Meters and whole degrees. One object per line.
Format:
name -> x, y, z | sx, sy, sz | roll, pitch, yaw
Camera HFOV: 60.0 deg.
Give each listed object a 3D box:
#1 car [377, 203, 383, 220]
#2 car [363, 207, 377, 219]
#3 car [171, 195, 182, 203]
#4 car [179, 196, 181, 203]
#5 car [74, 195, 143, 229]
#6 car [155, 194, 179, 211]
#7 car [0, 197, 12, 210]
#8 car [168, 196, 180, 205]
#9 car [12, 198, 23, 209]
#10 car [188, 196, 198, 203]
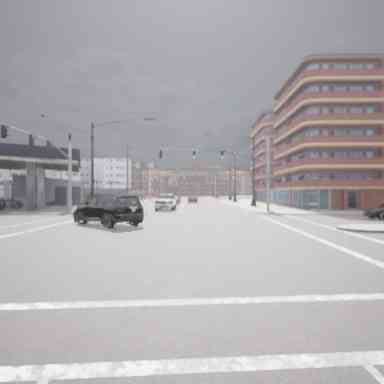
car -> 16.290, 1.601, 23.800 | 4.718, 1.301, 1.895 | 0, 0, -3
car -> 16.670, 1.505, 27.275 | 4.892, 1.490, 1.837 | 0, 0, 0
car -> -3.364, 1.515, 71.578 | 2.128, 1.511, 4.902 | 0, 0, -1
car -> -3.230, 1.548, 50.936 | 2.033, 1.411, 5.357 | 0, 0, 0
car -> -5.552, 1.222, 21.941 | 5.566, 2.045, 2.150 | 0, -1, 42
car -> -3.139, 1.222, 40.639 | 2.150, 2.045, 5.566 | 0, 0, 2
car -> -23.331, 1.296, 37.183 | 4.611, 1.667, 2.242 | 0, 0, 1
car -> -3.272, 1.549, 61.249 | 2.033, 1.411, 5.357 | 0, 0, -1
car -> -24.051, 1.457, 42.934 | 3.806, 1.475, 1.970 | 0, 0, 1
car -> 0.174, 1.493, 67.305 | 2.128, 1.511, 4.902 | 0, 0, -1
